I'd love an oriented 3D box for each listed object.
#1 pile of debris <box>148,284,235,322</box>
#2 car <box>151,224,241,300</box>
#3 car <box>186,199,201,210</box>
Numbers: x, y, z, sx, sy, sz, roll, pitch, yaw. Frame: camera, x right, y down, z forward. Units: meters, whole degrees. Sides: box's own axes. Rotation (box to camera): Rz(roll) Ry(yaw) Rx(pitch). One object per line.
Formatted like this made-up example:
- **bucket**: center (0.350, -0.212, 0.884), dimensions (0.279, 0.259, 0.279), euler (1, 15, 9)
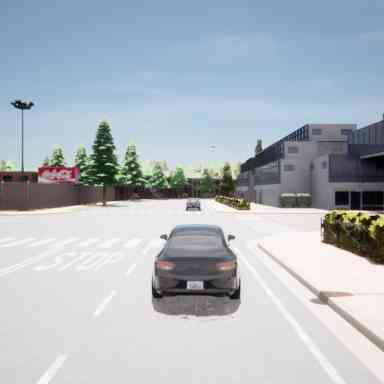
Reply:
- **pile of debris**: center (-0.010, 2.175, 6.664), dimensions (1.500, 0.140, 1.860), euler (0, 0, 0)
- **car**: center (0.130, 1.524, 8.315), dimensions (1.812, 1.442, 4.674), euler (0, 0, 2)
- **car**: center (0.180, 1.547, 41.853), dimensions (2.033, 1.411, 5.357), euler (0, 0, 0)
